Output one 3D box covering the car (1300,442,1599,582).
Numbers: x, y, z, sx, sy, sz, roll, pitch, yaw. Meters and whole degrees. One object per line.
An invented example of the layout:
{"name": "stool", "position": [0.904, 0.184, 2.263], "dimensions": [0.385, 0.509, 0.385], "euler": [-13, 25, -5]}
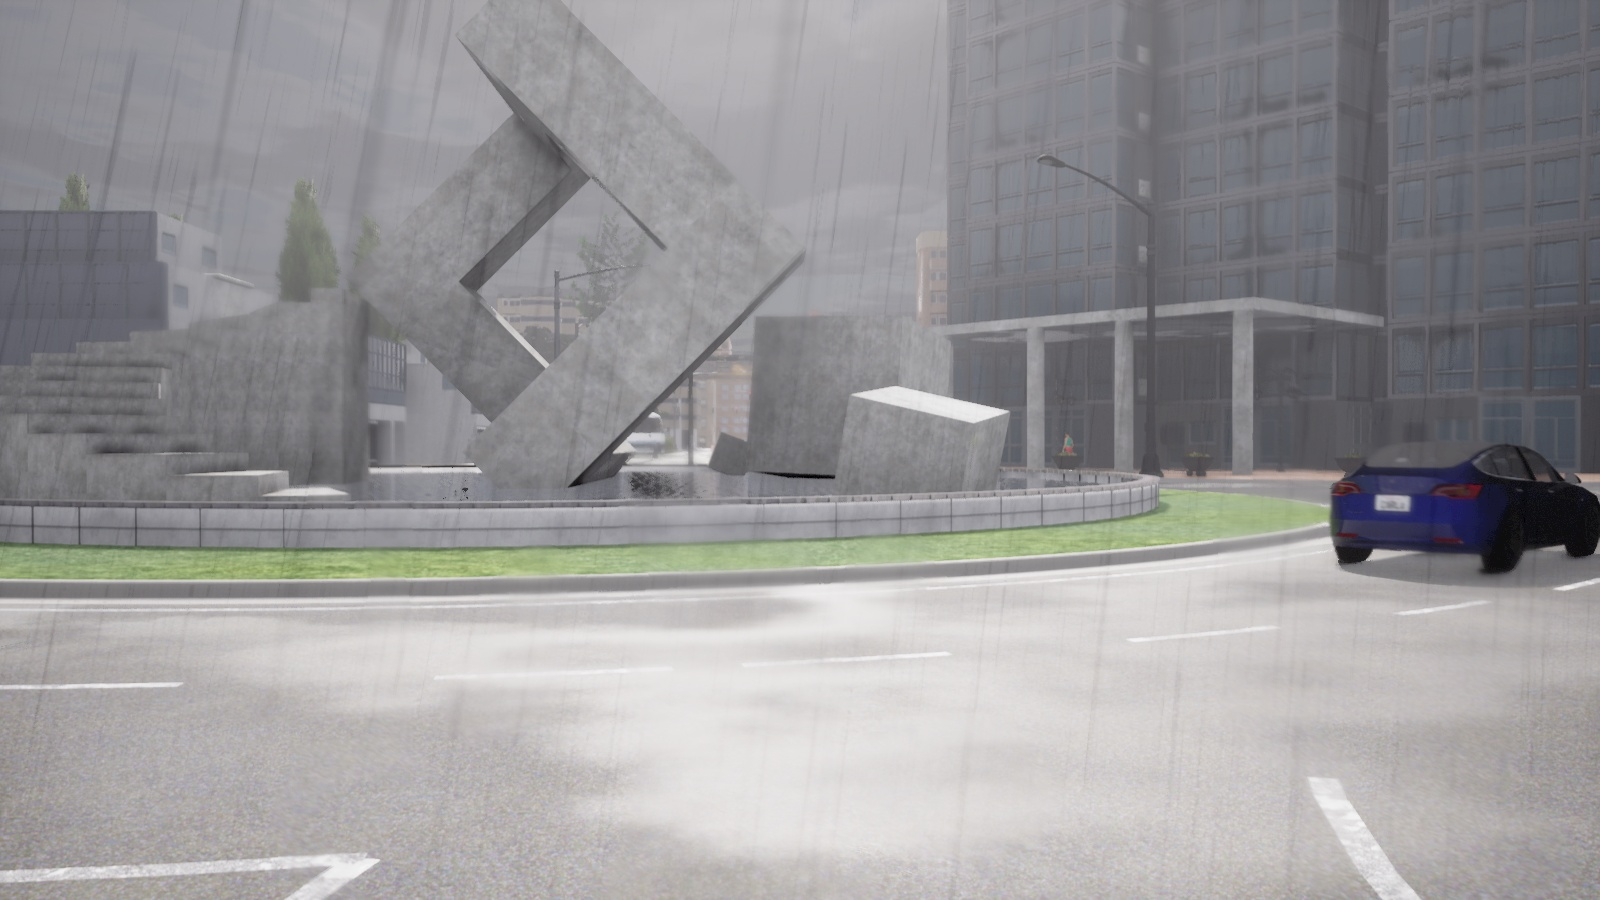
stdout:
{"name": "car", "position": [8.458, 0.650, 15.852], "dimensions": [4.792, 1.488, 2.163], "euler": [0, 1, -43]}
